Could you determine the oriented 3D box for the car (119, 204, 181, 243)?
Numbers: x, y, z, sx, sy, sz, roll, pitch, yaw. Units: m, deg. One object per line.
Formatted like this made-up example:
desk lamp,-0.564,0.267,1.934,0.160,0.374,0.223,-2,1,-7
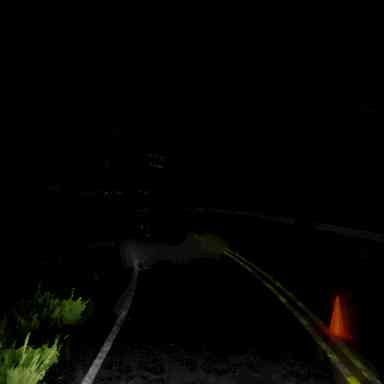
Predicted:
car,-2.119,1.328,15.742,1.882,1.535,5.008,-2,1,-24
